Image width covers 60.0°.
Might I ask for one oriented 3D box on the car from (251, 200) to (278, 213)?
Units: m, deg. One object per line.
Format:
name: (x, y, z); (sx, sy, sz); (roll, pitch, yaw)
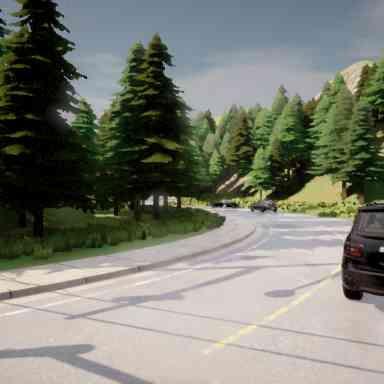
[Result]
car: (8.599, 1.683, 39.800); (1.812, 1.442, 4.674); (0, 0, -13)

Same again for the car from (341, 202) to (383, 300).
car: (5.057, 1.245, 7.784); (2.150, 2.045, 5.566); (0, 0, 35)

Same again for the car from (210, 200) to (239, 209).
car: (4.697, 1.787, 49.356); (1.895, 1.301, 4.718); (0, 0, -33)
